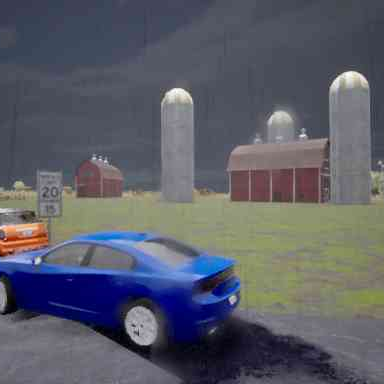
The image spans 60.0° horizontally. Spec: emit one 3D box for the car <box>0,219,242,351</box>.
[{"bbox_3d":[-1.602,1.480,6.157,5.008,1.535,1.882,0,0,26],"label":"car"}]

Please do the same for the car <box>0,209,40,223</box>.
[{"bbox_3d":[-7.166,1.377,11.963,4.553,1.767,2.097,0,0,32],"label":"car"}]
